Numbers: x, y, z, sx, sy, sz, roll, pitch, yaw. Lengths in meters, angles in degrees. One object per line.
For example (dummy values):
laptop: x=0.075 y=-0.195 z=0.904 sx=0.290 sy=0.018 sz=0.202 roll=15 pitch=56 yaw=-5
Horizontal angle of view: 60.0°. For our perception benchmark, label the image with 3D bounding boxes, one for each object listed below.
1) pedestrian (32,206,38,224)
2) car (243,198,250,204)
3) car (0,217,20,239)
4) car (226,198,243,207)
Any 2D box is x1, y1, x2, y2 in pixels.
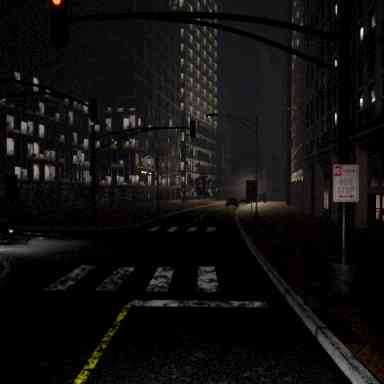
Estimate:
pedestrian: x=-9.371 y=1.345 z=19.865 sx=0.500 sy=1.100 sz=0.500 roll=0 pitch=0 yaw=17
car: x=10.913 y=1.865 z=68.975 sx=1.895 sy=1.301 sz=4.718 roll=0 pitch=0 yaw=18
car: x=-10.047 y=1.387 z=14.519 sx=4.892 sy=1.490 sz=1.837 roll=1 pitch=1 yaw=9
car: x=6.570 y=1.662 z=53.148 sx=1.837 sy=1.490 sz=4.892 roll=0 pitch=0 yaw=13
